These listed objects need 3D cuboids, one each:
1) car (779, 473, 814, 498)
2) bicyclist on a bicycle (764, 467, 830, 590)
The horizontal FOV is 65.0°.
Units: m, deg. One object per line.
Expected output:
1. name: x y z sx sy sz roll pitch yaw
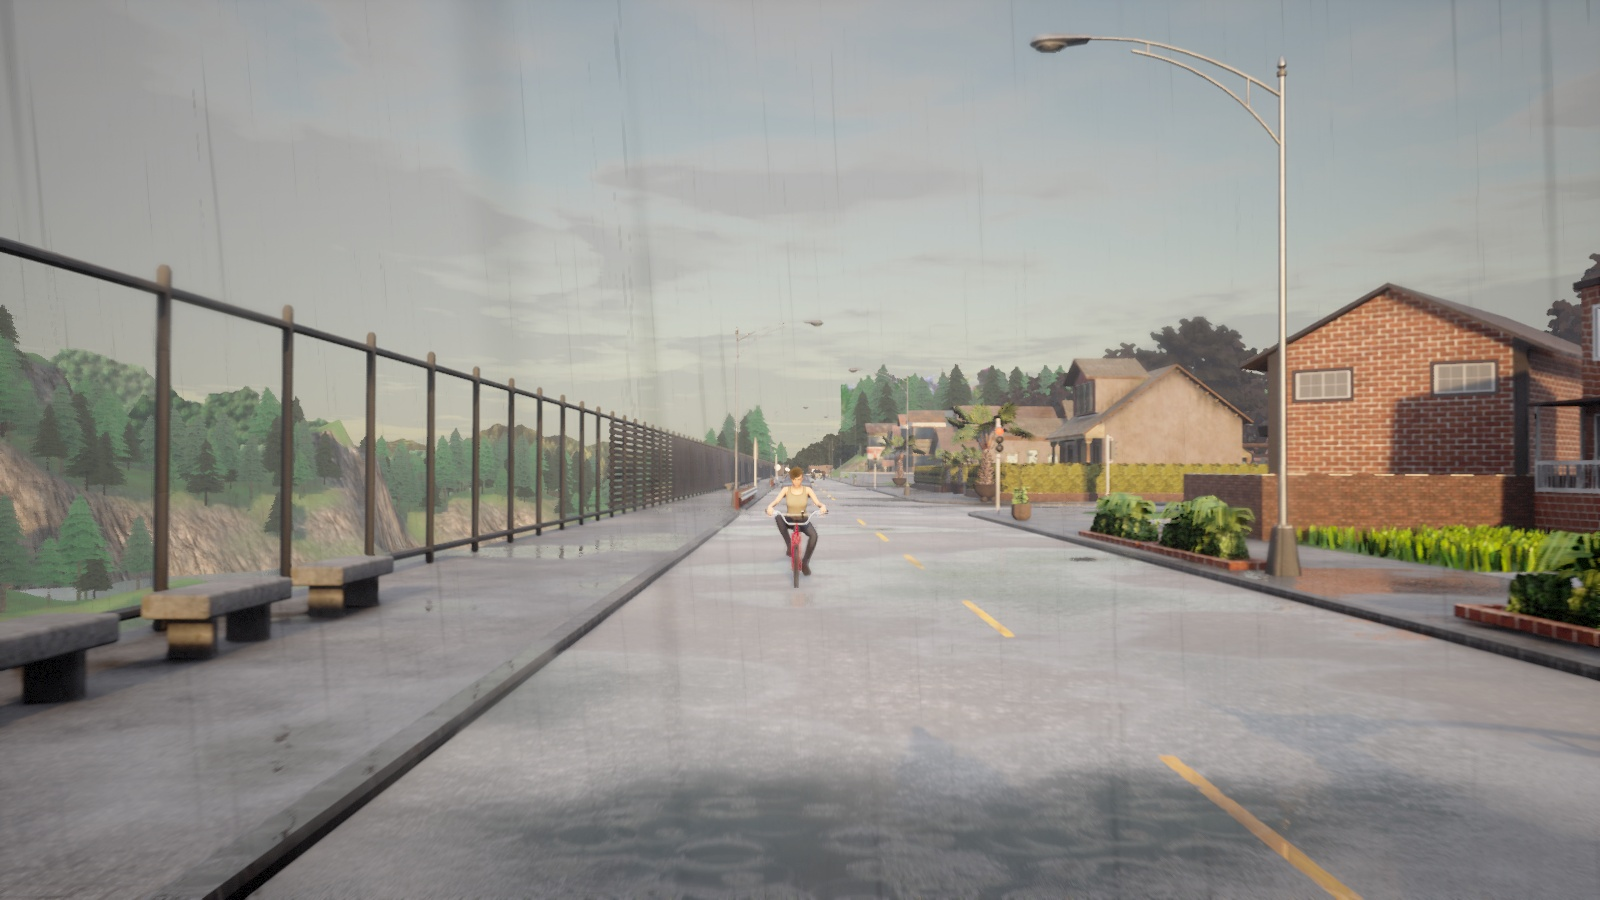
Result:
1. car: -0.180 2.130 75.753 2.033 1.411 5.357 0 -1 0
2. bicyclist on a bicycle: -0.037 1.039 17.173 0.866 1.612 1.509 0 -1 0
